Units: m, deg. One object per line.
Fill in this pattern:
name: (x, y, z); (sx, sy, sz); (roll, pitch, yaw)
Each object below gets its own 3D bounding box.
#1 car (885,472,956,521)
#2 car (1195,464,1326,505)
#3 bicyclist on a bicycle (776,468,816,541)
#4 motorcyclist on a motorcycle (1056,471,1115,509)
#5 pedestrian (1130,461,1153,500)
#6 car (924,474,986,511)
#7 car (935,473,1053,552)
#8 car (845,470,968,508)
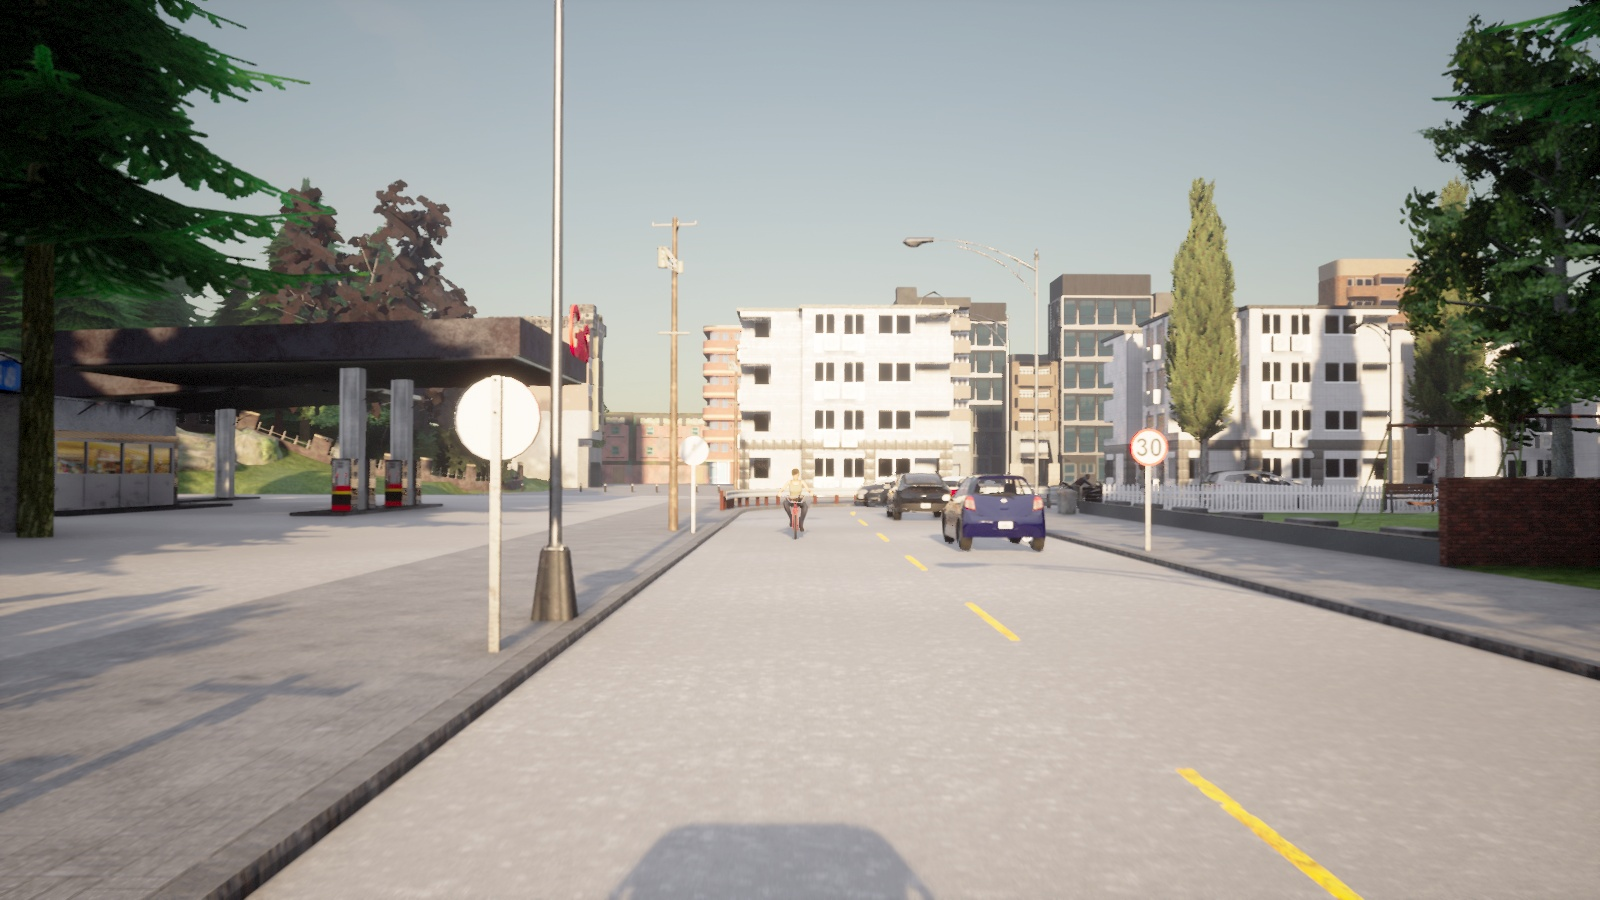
car: (3.872, 1.476, 41.146); (1.837, 1.490, 4.892); (0, -1, 0)
car: (19.151, 1.438, 52.353); (4.611, 1.667, 2.242); (0, -1, 0)
bicyclist on a bicycle: (-0.093, 1.218, 28.572); (0.866, 1.612, 1.509); (0, -1, 0)
motorcyclist on a motorcycle: (11.847, 1.655, 52.160); (2.191, 1.530, 0.866); (0, -1, -7)
pedestrian: (16.282, 1.438, 59.895); (0.900, 1.855, 0.874); (0, -1, 8)
car: (6.060, 1.648, 49.061); (1.481, 1.376, 2.207); (-1, -1, 36)
car: (3.920, 1.236, 25.930); (1.845, 1.501, 3.633); (0, -1, 0)
car: (4.570, 1.630, 53.571); (4.902, 1.511, 2.128); (0, -1, -32)
